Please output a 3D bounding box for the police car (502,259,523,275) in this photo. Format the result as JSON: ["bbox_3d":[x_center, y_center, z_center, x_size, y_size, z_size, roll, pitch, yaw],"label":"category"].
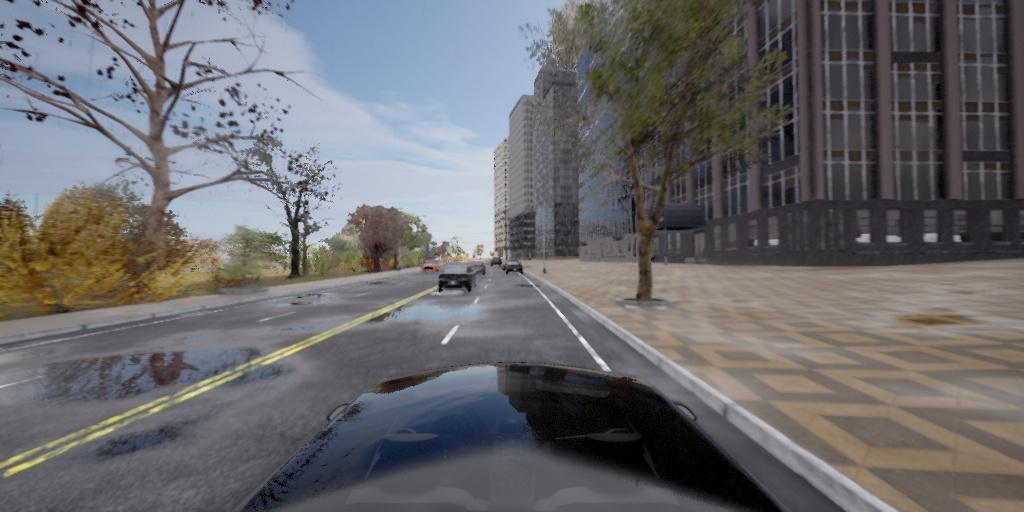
[{"bbox_3d":[0.217,1.255,41.727,1.930,1.638,5.238,0,0,-3],"label":"police car"}]

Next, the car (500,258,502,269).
[{"bbox_3d":[-0.358,1.341,51.693,1.882,1.535,5.008,0,0,-4],"label":"car"}]

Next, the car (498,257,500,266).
[{"bbox_3d":[-0.797,1.342,57.925,1.801,1.575,5.366,0,0,-4],"label":"car"}]

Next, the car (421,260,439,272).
[{"bbox_3d":[-11.011,1.294,48.975,2.097,1.767,4.553,0,0,-3],"label":"car"}]

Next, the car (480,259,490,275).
[{"bbox_3d":[-3.872,1.353,40.274,2.128,1.511,4.902,0,0,-3],"label":"car"}]

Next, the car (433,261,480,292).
[{"bbox_3d":[-3.259,1.288,22.009,1.882,1.535,5.008,0,0,-1],"label":"car"}]

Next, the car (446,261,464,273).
[{"bbox_3d":[-7.766,1.420,49.122,1.837,1.490,4.892,0,0,-3],"label":"car"}]
